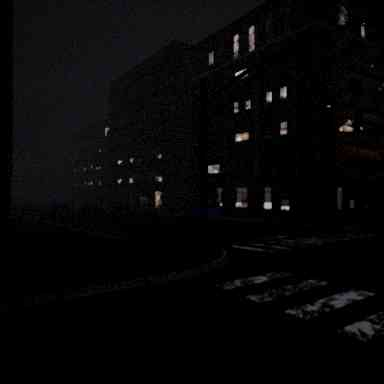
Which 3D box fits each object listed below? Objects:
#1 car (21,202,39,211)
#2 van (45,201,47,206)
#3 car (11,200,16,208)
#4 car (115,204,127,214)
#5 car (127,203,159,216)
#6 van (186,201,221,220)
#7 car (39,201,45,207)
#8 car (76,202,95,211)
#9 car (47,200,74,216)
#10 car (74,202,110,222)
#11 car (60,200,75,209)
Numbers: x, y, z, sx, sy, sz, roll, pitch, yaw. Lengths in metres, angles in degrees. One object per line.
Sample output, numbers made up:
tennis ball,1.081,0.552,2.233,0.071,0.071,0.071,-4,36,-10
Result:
car,-28.809,2.533,58.429,1.752,1.417,4.829,-1,0,-36
van,-32.037,2.653,77.165,1.690,1.788,3.998,-1,0,-36
car,-42.082,2.701,76.896,2.192,1.841,5.009,-1,0,-36
car,-8.987,2.223,45.090,1.947,1.339,4.313,-1,0,-36
car,-5.795,2.092,40.646,1.752,1.417,4.829,-1,0,-36
van,1.022,1.721,31.444,1.690,1.788,3.998,-1,0,-36
car,-38.616,3.067,86.327,1.947,1.339,4.313,-1,0,-36
car,-18.964,2.466,58.974,1.752,1.417,4.829,-1,0,-36
car,-15.742,2.077,40.239,1.967,1.590,4.097,-1,0,-36
car,-9.158,1.891,31.075,1.967,1.590,4.097,-1,0,-36
car,-25.450,2.565,68.000,1.967,1.590,4.097,-1,0,-36
